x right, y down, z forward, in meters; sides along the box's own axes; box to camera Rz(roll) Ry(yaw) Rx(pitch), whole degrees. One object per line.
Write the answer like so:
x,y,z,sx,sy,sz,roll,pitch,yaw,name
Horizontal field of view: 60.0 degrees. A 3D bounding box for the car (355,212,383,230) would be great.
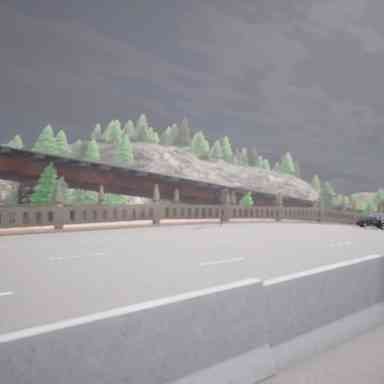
16.172,2.460,28.431,5.357,1.411,2.033,5,-3,-35,car
